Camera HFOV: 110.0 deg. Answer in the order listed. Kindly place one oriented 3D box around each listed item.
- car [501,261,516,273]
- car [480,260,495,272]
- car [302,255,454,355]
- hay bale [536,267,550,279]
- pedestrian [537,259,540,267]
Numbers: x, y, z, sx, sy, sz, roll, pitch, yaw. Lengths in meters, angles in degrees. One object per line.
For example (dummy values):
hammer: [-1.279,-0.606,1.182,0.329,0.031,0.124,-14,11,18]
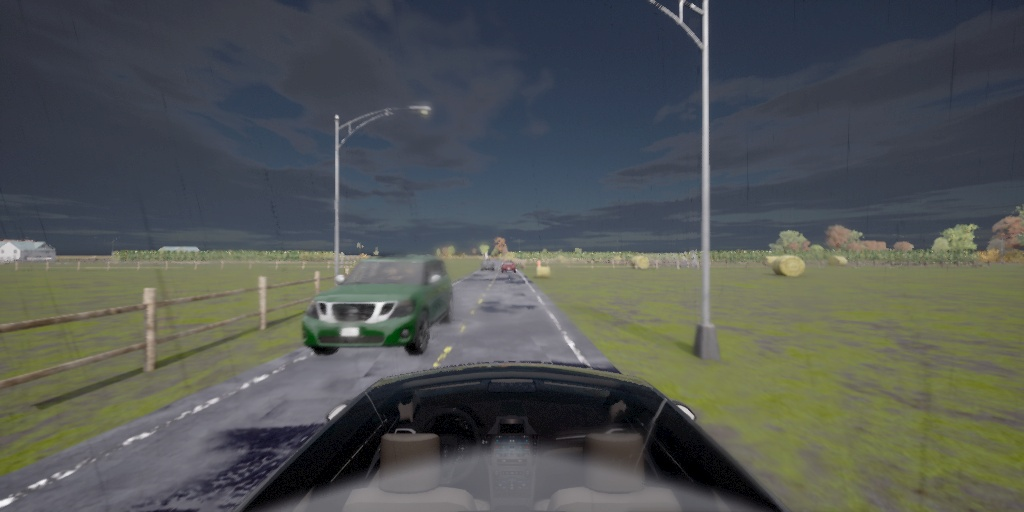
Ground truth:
car: [-0.434,1.407,47.092,1.812,1.442,4.674,0,0,-1]
car: [-3.399,1.396,50.625,1.837,1.490,4.892,0,0,-1]
car: [-2.867,0.998,9.096,2.150,2.045,5.566,0,0,0]
hay bale: [2.889,1.501,33.288,1.220,1.180,1.240,0,0,-1]
pedestrian: [2.570,1.143,34.453,0.375,1.860,0.375,0,0,1]
